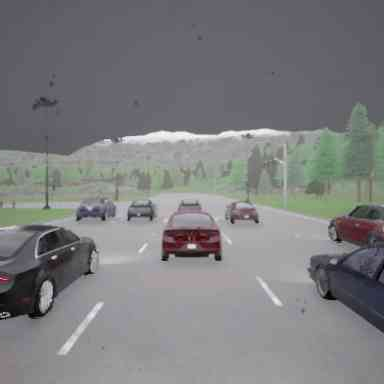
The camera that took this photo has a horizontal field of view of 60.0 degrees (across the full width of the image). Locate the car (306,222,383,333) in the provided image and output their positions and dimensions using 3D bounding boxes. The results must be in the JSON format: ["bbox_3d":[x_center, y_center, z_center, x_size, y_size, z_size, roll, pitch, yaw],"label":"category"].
[{"bbox_3d":[3.570,1.496,5.147,2.033,1.411,5.357,0,0,-1],"label":"car"}]

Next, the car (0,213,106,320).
[{"bbox_3d":[-3.491,1.460,7.264,1.837,1.490,4.892,0,1,0],"label":"car"}]

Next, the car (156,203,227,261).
[{"bbox_3d":[-0.021,1.386,12.013,1.882,1.535,5.008,0,1,0],"label":"car"}]

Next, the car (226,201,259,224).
[{"bbox_3d":[3.378,1.342,22.952,1.812,1.442,4.674,0,0,-1],"label":"car"}]

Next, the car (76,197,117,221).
[{"bbox_3d":[-7.147,1.181,25.305,2.097,1.767,4.553,0,0,-1],"label":"car"}]

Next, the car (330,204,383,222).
[{"bbox_3d":[6.981,1.236,12.580,2.097,1.767,4.553,0,0,-1],"label":"car"}]

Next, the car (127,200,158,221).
[{"bbox_3d":[-3.643,1.312,25.044,2.128,1.511,4.902,0,0,-1],"label":"car"}]

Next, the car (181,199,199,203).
[{"bbox_3d":[-0.164,1.287,27.038,2.128,1.511,4.902,0,0,-1],"label":"car"}]
